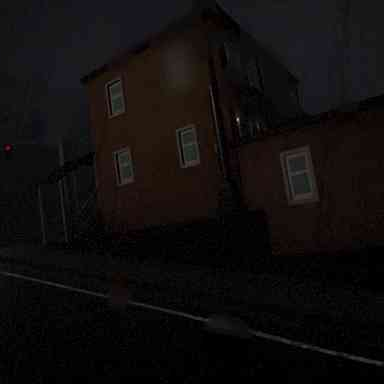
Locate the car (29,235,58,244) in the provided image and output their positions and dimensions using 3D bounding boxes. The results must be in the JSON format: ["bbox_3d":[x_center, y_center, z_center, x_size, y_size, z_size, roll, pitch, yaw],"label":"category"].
[{"bbox_3d":[-12.106,4.594,29.483,2.128,1.511,4.902,-13,-12,35],"label":"car"}]
